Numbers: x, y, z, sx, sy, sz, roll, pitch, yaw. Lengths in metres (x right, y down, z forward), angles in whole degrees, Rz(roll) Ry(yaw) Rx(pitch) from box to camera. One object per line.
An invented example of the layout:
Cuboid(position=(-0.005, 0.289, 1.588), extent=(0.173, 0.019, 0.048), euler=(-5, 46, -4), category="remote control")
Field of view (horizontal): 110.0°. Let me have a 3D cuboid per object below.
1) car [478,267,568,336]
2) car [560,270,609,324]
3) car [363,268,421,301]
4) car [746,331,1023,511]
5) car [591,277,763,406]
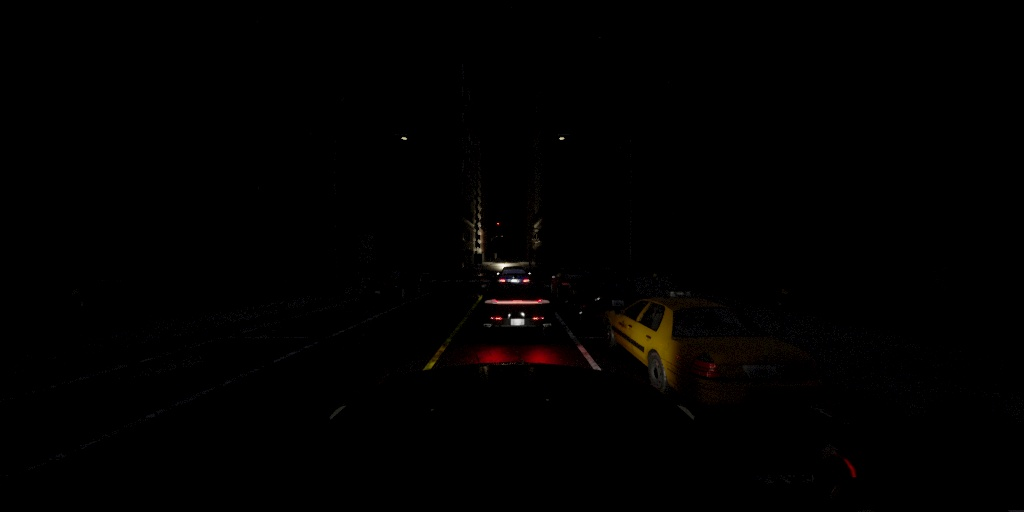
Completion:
Cuboid(position=(0.107, 1.239, 10.326), extent=(2.128, 1.511, 4.902), euler=(0, 0, 0), category="car")
Cuboid(position=(2.879, 1.313, 11.800), extent=(1.948, 1.339, 4.313), euler=(0, 0, 0), category="car")
Cuboid(position=(-5.663, 1.290, 17.388), extent=(1.888, 1.381, 4.507), euler=(0, 0, 0), category="car")
Cuboid(position=(2.872, 1.301, 0.628), extent=(2.007, 1.370, 4.403), euler=(0, 0, 0), category="car")
Cuboid(position=(2.876, 1.274, 6.384), extent=(1.751, 1.417, 4.829), euler=(0, 0, 0), category="car")
